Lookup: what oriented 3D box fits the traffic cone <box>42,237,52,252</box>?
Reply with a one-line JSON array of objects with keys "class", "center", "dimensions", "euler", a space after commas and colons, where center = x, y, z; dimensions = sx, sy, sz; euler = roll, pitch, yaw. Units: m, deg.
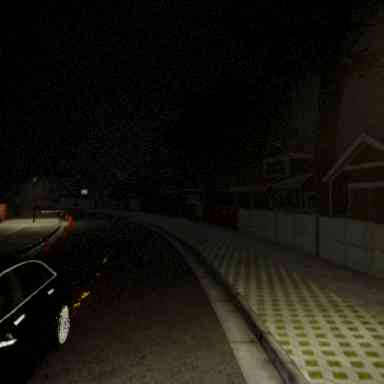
[{"class": "traffic cone", "center": [-5.847, 2.110, 13.406], "dimensions": [0.340, 0.580, 0.340], "euler": [0, -1, -11]}]

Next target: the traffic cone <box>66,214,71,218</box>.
[{"class": "traffic cone", "center": [-9.963, 2.266, 27.329], "dimensions": [0.340, 0.580, 0.340], "euler": [0, -1, -22]}]

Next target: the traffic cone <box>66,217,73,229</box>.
[{"class": "traffic cone", "center": [-8.304, 2.215, 22.776], "dimensions": [0.340, 0.580, 0.340], "euler": [0, -1, -18]}]

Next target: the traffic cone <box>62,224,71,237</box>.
[{"class": "traffic cone", "center": [-6.930, 2.163, 18.129], "dimensions": [0.340, 0.580, 0.340], "euler": [0, -1, -15]}]

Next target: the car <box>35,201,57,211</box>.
[{"class": "car", "center": [-22.423, 2.093, 50.755], "dimensions": [1.812, 1.442, 4.674], "euler": [1, -1, -45]}]

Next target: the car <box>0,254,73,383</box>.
[{"class": "car", "center": [-2.677, 1.548, 3.468], "dimensions": [1.837, 1.490, 4.892], "euler": [0, -1, -4]}]
